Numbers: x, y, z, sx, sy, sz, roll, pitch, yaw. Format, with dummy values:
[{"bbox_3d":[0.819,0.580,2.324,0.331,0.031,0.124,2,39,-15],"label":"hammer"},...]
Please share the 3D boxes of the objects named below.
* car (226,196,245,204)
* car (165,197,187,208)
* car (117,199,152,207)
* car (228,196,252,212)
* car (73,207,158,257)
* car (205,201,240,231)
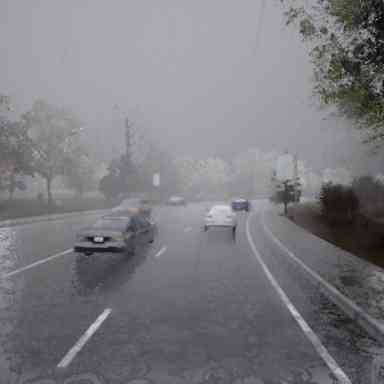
[{"bbox_3d":[8.574,1.509,65.449,2.128,1.511,4.902,0,0,26],"label":"car"},{"bbox_3d":[-2.303,1.425,48.344,1.882,1.535,5.008,0,0,19],"label":"car"},{"bbox_3d":[-4.579,1.316,25.673,2.097,1.767,4.553,0,0,11],"label":"car"},{"bbox_3d":[5.735,1.477,38.285,1.882,1.535,5.008,0,0,16],"label":"car"},{"bbox_3d":[-2.684,1.530,12.921,2.033,1.411,5.357,0,0,6],"label":"car"},{"bbox_3d":[1.851,1.520,20.621,1.812,1.442,4.674,0,0,8],"label":"car"}]
